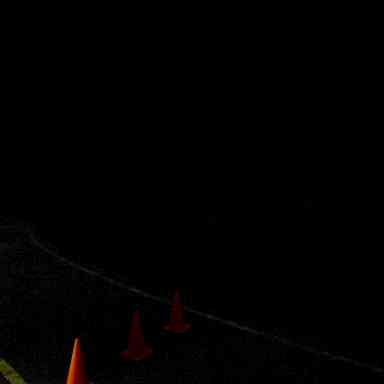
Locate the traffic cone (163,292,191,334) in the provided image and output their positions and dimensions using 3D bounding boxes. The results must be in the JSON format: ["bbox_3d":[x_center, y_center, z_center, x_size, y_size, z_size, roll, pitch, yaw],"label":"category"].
[{"bbox_3d":[-0.245,1.931,5.441,0.340,0.580,0.340,1,1,31],"label":"traffic cone"}]

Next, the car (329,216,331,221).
[{"bbox_3d":[35.613,6.631,82.737,1.851,1.617,3.988,-4,-3,4],"label":"car"}]

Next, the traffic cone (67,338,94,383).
[{"bbox_3d":[-1.283,1.945,3.740,0.340,0.580,0.340,1,1,31],"label":"traffic cone"}]

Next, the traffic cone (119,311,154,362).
[{"bbox_3d":[-0.764,1.938,4.590,0.340,0.580,0.340,1,1,31],"label":"traffic cone"}]
